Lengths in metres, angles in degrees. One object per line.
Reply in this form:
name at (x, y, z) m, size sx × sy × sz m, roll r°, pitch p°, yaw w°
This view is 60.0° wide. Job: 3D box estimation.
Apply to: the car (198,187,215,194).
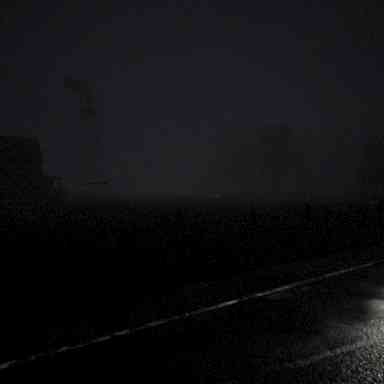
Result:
car at (3.142, -0.302, 71.770) m, size 1.994 × 1.385 × 4.181 m, roll -2°, pitch 2°, yaw -36°
